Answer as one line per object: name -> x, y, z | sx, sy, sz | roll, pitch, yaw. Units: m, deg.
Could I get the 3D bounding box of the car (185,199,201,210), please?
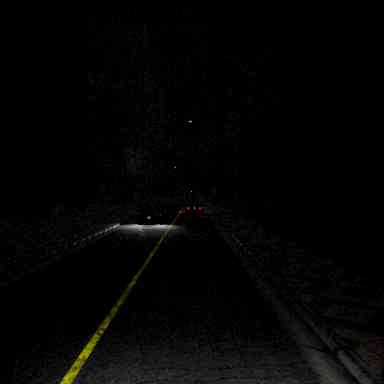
car -> 0.210, 1.671, 45.111 | 1.994, 1.385, 4.181 | 0, 0, 2

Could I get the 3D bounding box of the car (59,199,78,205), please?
car -> -24.234, 1.899, 65.930 | 4.206, 1.307, 1.802 | 0, -2, 0

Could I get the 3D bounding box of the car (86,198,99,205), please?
car -> -18.747, 1.879, 65.916 | 4.313, 1.339, 1.947 | 0, -2, 0

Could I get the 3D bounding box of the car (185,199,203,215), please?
car -> 0.226, 1.621, 34.619 | 2.033, 1.411, 5.357 | 0, 0, 0

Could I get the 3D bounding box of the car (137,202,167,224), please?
car -> -2.999, 1.552, 25.534 | 1.837, 1.490, 4.892 | 0, 0, 0

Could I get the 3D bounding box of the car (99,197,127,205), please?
car -> -13.316, 1.504, 57.385 | 4.097, 1.590, 1.967 | 0, -2, -1
